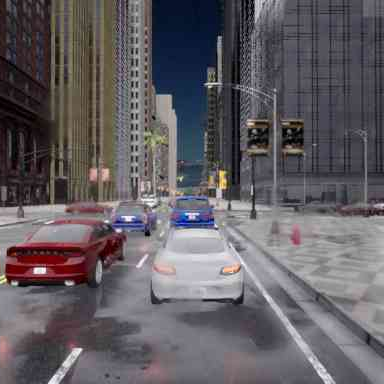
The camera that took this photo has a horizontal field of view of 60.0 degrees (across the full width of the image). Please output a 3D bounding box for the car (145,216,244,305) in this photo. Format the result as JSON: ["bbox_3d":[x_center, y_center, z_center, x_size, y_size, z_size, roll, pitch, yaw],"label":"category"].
[{"bbox_3d":[0.102,1.534,8.003,1.812,1.442,4.674,0,0,0],"label":"car"}]

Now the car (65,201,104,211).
[{"bbox_3d":[-10.439,1.643,33.704,4.674,1.442,1.812,0,0,-23],"label":"car"}]

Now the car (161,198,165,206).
[{"bbox_3d":[-6.550,1.805,60.610,1.837,1.490,4.892,0,0,1],"label":"car"}]

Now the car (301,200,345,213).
[{"bbox_3d":[15.197,1.662,38.624,4.313,1.339,1.947,0,0,-1],"label":"car"}]

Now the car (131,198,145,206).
[{"bbox_3d":[-9.798,1.827,60.765,1.812,1.442,4.674,0,0,1],"label":"car"}]

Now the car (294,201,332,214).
[{"bbox_3d":[13.210,1.635,35.840,4.181,1.385,1.994,0,-1,-1],"label":"car"}]

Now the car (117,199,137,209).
[{"bbox_3d":[-9.830,1.778,50.855,2.033,1.411,5.357,0,0,0],"label":"car"}]

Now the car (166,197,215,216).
[{"bbox_3d":[0.032,1.257,17.705,2.150,2.045,5.566,0,0,1],"label":"car"}]

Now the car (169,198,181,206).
[{"bbox_3d":[-3.144,1.868,61.114,1.994,1.385,4.181,0,0,0],"label":"car"}]

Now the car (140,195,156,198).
[{"bbox_3d":[-6.582,1.452,50.898,2.150,2.045,5.566,0,0,0],"label":"car"}]

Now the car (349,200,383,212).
[{"bbox_3d":[20.837,1.643,38.710,4.313,1.339,1.947,0,0,-1],"label":"car"}]

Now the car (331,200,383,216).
[{"bbox_3d":[15.325,1.577,30.101,4.206,1.307,1.802,0,0,-1],"label":"car"}]

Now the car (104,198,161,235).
[{"bbox_3d":[-3.144,1.391,18.600,2.097,1.767,4.553,0,0,0],"label":"car"}]

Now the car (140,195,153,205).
[{"bbox_3d":[-9.726,1.609,71.339,2.150,2.045,5.566,0,0,0],"label":"car"}]

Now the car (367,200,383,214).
[{"bbox_3d":[21.763,1.568,35.968,4.674,1.442,1.812,0,-1,-1],"label":"car"}]

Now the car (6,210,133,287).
[{"bbox_3d":[-3.149,1.489,9.373,1.882,1.535,5.008,0,0,0],"label":"car"}]
